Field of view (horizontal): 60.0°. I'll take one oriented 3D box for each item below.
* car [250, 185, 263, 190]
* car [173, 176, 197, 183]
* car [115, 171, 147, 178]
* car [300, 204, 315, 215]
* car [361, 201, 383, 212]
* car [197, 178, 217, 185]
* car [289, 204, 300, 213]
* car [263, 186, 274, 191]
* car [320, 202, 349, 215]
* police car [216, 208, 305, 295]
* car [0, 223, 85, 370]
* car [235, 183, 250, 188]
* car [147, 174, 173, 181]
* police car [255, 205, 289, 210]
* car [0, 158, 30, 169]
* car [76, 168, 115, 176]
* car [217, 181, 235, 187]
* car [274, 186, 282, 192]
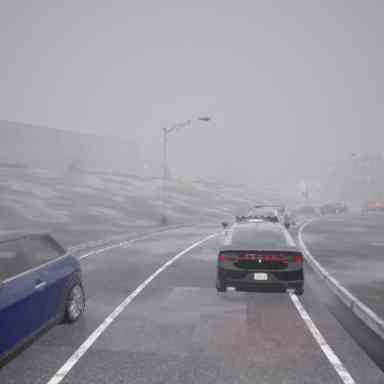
[{"bbox_3d":[13.372,-0.838,75.580,2.231,1.521,4.892,-4,-6,42],"label":"car"},{"bbox_3d":[-2.005,-1.973,59.625,5.008,1.535,2.097,4,-6,-43],"label":"car"},{"bbox_3d":[-10.194,-2.495,52.156,4.892,1.521,2.231,3,-5,-41],"label":"car"},{"bbox_3d":[14.194,2.216,42.701,1.812,1.442,4.674,-4,-4,44],"label":"car"},{"bbox_3d":[27.248,2.117,49.755,4.553,1.767,2.097,2,-4,-39],"label":"car"},{"bbox_3d":[1.951,-1.825,63.481,4.553,1.767,2.185,4,-6,-44],"label":"car"},{"bbox_3d":[6.137,1.693,23.519,1.837,1.490,4.892,-2,-1,24],"label":"car"},{"bbox_3d":[17.052,-0.641,79.846,2.185,1.767,4.553,-4,-6,41],"label":"car"},{"bbox_3d":[17.855,2.050,41.594,4.892,1.490,1.837,1,-4,-41],"label":"car"},{"bbox_3d":[1.749,1.458,9.039,1.930,1.638,5.238,-1,0,9],"label":"police car"},{"bbox_3d":[-3.192,1.382,4.283,2.097,1.767,4.553,0,-1,6],"label":"car"},{"bbox_3d":[9.741,-1.086,71.561,2.002,1.452,4.674,-4,-6,43],"label":"car"},{"bbox_3d":[-6.059,-2.200,55.844,4.674,1.452,2.002,4,-6,-42],"label":"car"},{"bbox_3d":[4.063,1.544,18.300,1.930,1.638,5.238,-1,-1,19],"label":"police car"},{"bbox_3d":[-22.677,-3.284,41.454,4.553,1.767,2.185,3,-5,-41],"label":"car"},{"bbox_3d":[-14.376,-2.726,48.561,4.892,1.521,2.231,3,-5,-41],"label":"car"},{"bbox_3d":[5.957,-1.381,67.554,2.163,1.488,4.792,-4,-6,44],"label":"car"},{"bbox_3d":[20.637,-0.418,84.157,2.435,2.045,5.566,-3,-6,40],"label":"car"}]
